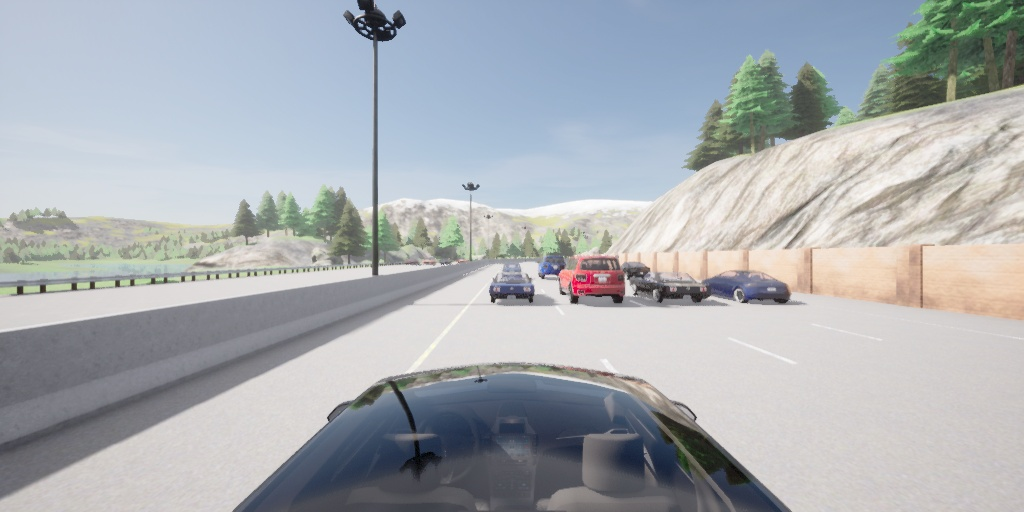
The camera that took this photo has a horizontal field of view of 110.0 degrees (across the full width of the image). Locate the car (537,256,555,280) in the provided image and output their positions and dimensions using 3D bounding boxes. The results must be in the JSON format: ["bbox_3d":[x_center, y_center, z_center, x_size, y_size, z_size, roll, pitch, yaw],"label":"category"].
[{"bbox_3d":[3.500,1.005,31.530,2.150,2.045,5.566,0,0,0],"label":"car"}]

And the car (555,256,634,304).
[{"bbox_3d":[3.500,1.005,16.530,2.150,2.045,5.566,0,0,0],"label":"car"}]

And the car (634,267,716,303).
[{"bbox_3d":[7.000,1.364,16.530,1.895,1.301,4.718,0,0,0],"label":"car"}]

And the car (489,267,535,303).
[{"bbox_3d":[0.000,1.363,16.530,1.895,1.301,4.718,0,0,0],"label":"car"}]

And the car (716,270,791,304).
[{"bbox_3d":[10.500,1.320,16.500,1.994,1.385,4.181,0,0,0],"label":"car"}]

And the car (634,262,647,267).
[{"bbox_3d":[10.500,1.232,31.500,1.882,1.535,5.008,0,0,0],"label":"car"}]

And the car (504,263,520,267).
[{"bbox_3d":[0.000,1.311,31.500,2.033,1.411,5.357,0,0,0],"label":"car"}]
